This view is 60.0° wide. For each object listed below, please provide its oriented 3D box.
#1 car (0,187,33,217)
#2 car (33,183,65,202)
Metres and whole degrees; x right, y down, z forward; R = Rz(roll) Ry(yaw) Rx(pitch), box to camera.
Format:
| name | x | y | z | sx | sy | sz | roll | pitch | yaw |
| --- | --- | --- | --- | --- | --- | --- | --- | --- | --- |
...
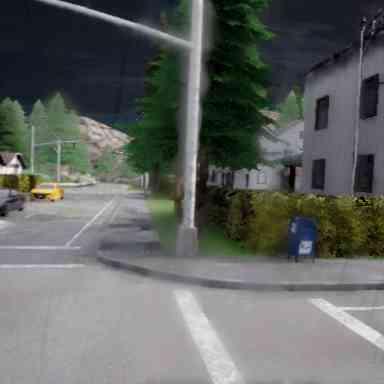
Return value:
| name | x | y | z | sx | sy | sz | roll | pitch | yaw |
| --- | --- | --- | --- | --- | --- | --- | --- | --- | --- |
| car | -10.803 | 0.488 | 18.729 | 1.812 | 1.442 | 4.674 | 2 | 2 | -10 |
| car | -12.514 | -0.035 | 29.047 | 1.882 | 1.535 | 5.008 | 2 | 2 | -9 |
